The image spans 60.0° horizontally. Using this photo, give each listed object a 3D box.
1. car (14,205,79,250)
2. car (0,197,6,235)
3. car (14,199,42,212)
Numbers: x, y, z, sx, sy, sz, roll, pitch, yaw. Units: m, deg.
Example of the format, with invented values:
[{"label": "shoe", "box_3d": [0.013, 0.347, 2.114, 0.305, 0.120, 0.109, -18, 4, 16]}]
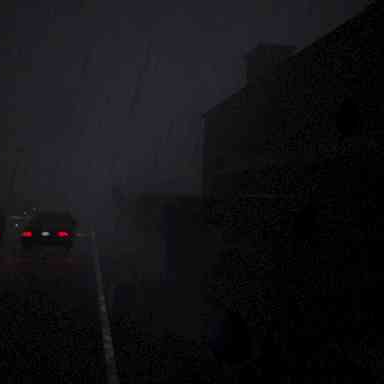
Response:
[{"label": "car", "box_3d": [-5.978, 1.543, 14.314, 2.033, 1.411, 5.357, 3, -1, -17]}, {"label": "car", "box_3d": [-9.932, 1.063, 14.794, 2.150, 2.045, 5.566, 3, -1, -18]}, {"label": "car", "box_3d": [-14.840, 1.371, 30.514, 2.033, 1.411, 5.357, 3, -1, -18]}]
